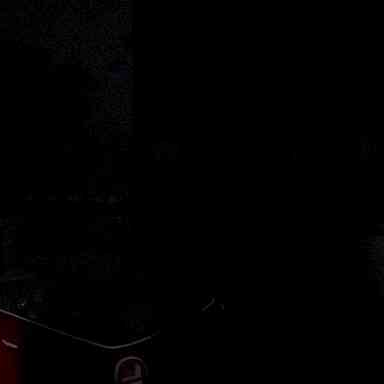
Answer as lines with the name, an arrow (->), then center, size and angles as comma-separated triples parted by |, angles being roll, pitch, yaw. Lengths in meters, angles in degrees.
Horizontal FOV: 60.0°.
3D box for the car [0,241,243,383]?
car -> -1.555, 1.440, 4.053 | 4.097, 1.590, 1.967 | 0, 0, 35
